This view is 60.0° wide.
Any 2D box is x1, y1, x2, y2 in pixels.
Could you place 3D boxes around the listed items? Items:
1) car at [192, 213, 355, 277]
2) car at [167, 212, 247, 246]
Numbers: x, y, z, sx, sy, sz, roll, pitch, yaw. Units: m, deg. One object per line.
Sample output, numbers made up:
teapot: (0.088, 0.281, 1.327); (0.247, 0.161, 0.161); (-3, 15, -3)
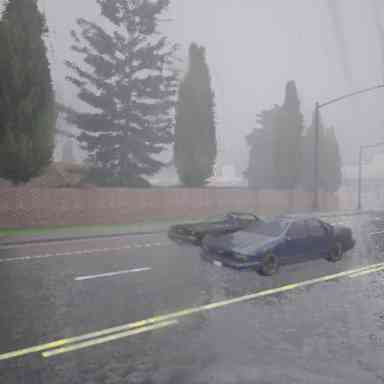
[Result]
car: (2.852, 1.467, 10.186); (5.357, 1.411, 2.033); (0, 1, -35)
car: (1.379, 1.487, 13.444); (4.718, 1.301, 1.895); (0, 1, -35)
